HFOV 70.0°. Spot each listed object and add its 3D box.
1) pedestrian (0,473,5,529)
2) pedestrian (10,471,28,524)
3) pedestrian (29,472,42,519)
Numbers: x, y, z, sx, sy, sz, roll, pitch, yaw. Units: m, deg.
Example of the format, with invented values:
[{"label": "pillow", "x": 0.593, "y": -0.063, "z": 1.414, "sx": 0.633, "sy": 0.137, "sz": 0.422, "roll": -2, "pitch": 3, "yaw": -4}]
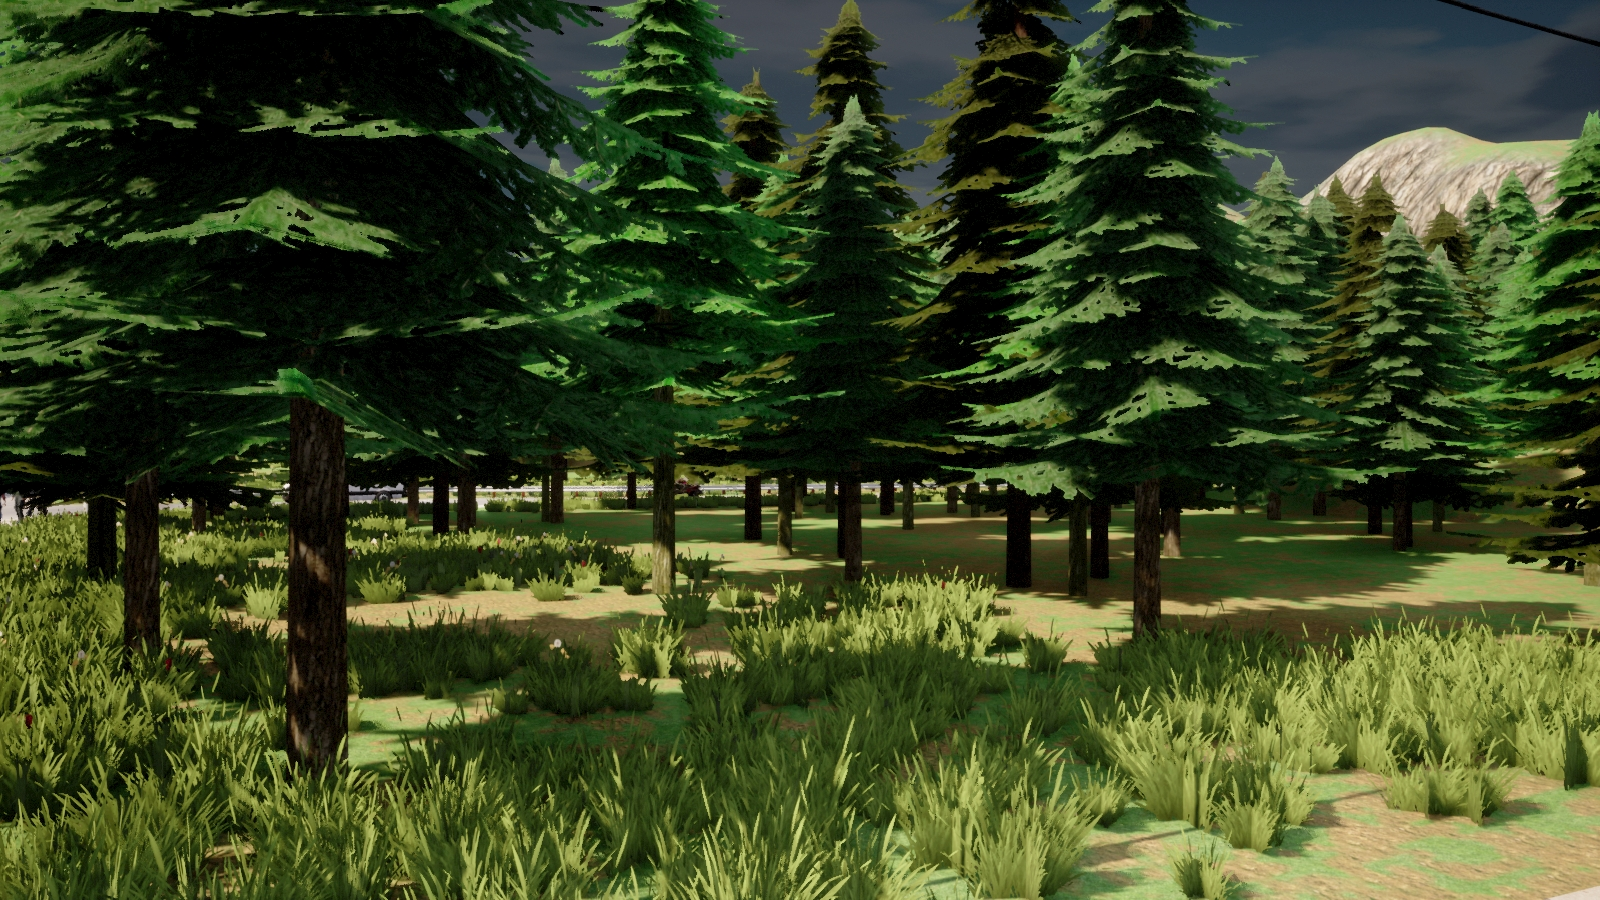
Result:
[{"label": "pedestrian", "x": -26.662, "y": 1.694, "z": 37.912, "sx": 0.375, "sy": 1.860, "sz": 0.375, "roll": 0, "pitch": 0, "yaw": -24}, {"label": "pedestrian", "x": -27.953, "y": 1.694, "z": 40.893, "sx": 0.375, "sy": 1.860, "sz": 0.375, "roll": 0, "pitch": 0, "yaw": 23}, {"label": "pedestrian", "x": -31.044, "y": 1.837, "z": 46.392, "sx": 0.375, "sy": 1.860, "sz": 0.375, "roll": 0, "pitch": 0, "yaw": -26}]
